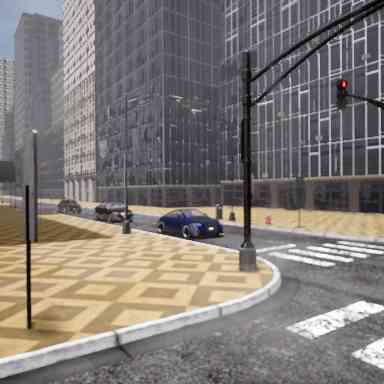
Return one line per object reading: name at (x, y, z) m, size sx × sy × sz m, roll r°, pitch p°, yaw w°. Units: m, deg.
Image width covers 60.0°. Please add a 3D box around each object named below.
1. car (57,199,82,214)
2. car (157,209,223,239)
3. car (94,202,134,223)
car at (-13.823, 1.609, 37.455) m, size 1.837 × 1.490 × 4.892 m, roll -1°, pitch 2°, yaw -35°
car at (-0.195, 1.643, 18.160) m, size 1.994 × 1.385 × 4.181 m, roll -1°, pitch 0°, yaw -35°
car at (-6.381, 1.584, 26.903) m, size 2.128 × 1.511 × 4.902 m, roll -1°, pitch 0°, yaw -35°
